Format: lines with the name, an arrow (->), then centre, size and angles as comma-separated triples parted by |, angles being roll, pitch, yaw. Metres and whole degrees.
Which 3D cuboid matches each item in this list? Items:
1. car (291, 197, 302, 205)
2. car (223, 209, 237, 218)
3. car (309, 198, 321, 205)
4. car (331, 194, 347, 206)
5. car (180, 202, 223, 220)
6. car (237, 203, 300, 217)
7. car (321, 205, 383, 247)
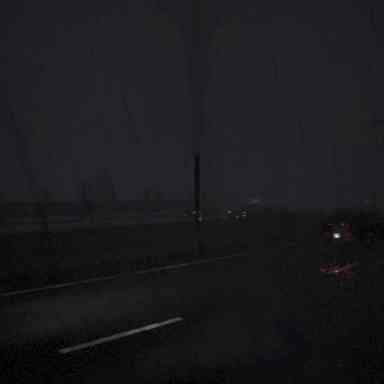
car -> 20.547, 1.816, 65.788 | 1.812, 1.442, 4.674 | 0, 0, 15
car -> 4.972, 1.694, 28.042 | 1.895, 1.301, 4.718 | 0, 0, 40
car -> 23.948, 1.815, 64.948 | 1.994, 1.385, 4.181 | 0, 0, 15
car -> 25.952, 1.430, 59.034 | 2.150, 2.045, 5.566 | 0, 0, 18
car -> 0.971, 1.630, 28.815 | 1.812, 1.442, 4.674 | 0, 0, 41
car -> 5.448, 1.670, 23.312 | 1.895, 1.301, 4.718 | 0, 0, 42
car -> 7.669, 1.536, 15.323 | 4.892, 1.490, 1.837 | 0, 0, -44
